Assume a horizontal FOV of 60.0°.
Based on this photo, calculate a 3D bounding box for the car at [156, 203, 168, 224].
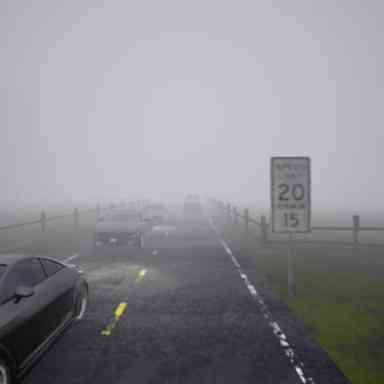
[{"bbox_3d":[-2.807,1.537,24.851,2.033,1.411,5.357,0,0,0],"label":"car"}]

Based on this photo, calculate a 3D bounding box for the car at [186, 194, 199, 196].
[{"bbox_3d":[0.042,1.214,45.903,2.150,2.045,5.566,0,0,0],"label":"car"}]

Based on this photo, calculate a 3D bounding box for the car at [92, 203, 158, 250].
[{"bbox_3d":[-2.825,1.470,14.488,1.882,1.535,5.008,0,0,0],"label":"car"}]

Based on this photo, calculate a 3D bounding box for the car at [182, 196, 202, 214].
[{"bbox_3d":[0.028,1.467,34.836,1.882,1.535,5.008,0,0,0],"label":"car"}]

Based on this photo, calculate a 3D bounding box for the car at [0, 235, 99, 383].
[{"bbox_3d":[-2.834,1.561,4.308,1.994,1.385,4.181,0,0,0],"label":"car"}]
